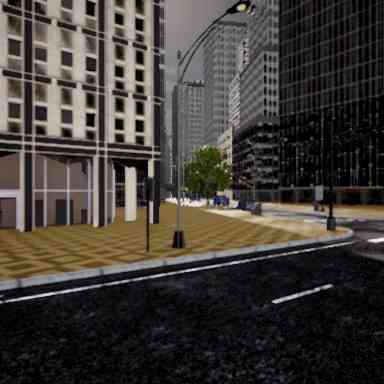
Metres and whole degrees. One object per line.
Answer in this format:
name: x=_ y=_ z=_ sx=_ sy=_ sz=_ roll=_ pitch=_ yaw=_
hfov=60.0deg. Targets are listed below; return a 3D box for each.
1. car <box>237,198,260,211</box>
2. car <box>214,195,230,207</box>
car: x=7.652 y=1.606 z=45.186 sx=2.097 sy=1.767 sz=4.553 roll=0 pitch=0 yaw=-7
car: x=5.493 y=1.605 z=61.812 sx=2.150 sy=2.045 sz=5.566 roll=0 pitch=0 yaw=-7
